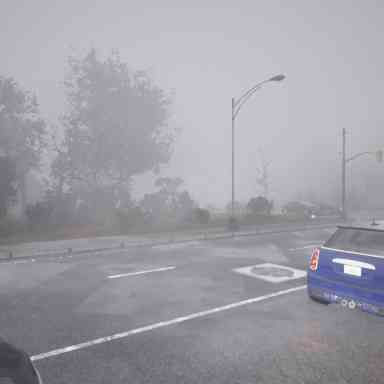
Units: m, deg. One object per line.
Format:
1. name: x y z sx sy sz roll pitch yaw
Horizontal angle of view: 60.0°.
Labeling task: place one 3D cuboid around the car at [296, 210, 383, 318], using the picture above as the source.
1. car: 4.481 1.361 6.900 4.553 1.767 2.097 0 0 -35

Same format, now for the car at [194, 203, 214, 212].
1. car: 1.028 2.611 52.758 1.812 1.442 4.674 0 -3 -32

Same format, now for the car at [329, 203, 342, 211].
1. car: 14.619 1.722 37.644 2.128 1.511 4.902 0 -2 -33

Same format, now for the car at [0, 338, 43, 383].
1. car: -3.265 1.492 1.417 4.902 1.511 2.128 0 0 -36

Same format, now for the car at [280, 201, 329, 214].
1. car: 11.723 1.724 35.741 1.837 1.490 4.892 0 -1 -29

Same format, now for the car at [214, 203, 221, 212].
1. car: 3.316 2.651 55.699 2.128 1.511 4.902 0 -3 -32

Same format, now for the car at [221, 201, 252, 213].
1. car: 6.399 1.925 44.180 2.097 1.767 4.553 0 -3 -32

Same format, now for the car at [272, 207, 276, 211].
1. car: 9.156 2.148 46.369 2.033 1.411 5.357 0 -3 -32

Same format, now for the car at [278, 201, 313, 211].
1. car: 15.443 2.103 49.873 1.837 1.490 4.892 0 -3 -32
